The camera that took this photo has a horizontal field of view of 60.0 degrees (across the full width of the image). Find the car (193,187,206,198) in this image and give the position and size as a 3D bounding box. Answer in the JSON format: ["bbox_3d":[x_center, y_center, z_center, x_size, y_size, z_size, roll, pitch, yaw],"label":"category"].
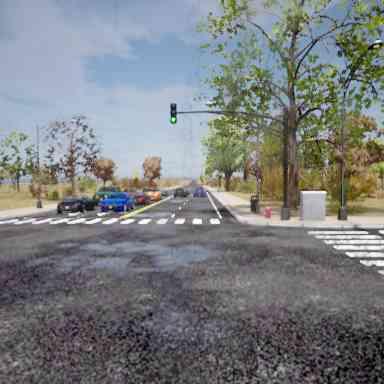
[{"bbox_3d":[1.317,-0.019,56.558,2.097,1.767,4.553,0,1,2],"label":"car"}]

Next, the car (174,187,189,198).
[{"bbox_3d":[-1.931,-0.003,56.690,2.097,1.767,4.553,0,1,2],"label":"car"}]

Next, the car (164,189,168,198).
[{"bbox_3d":[-5.198,0.193,57.476,2.033,1.411,5.357,0,1,2],"label":"car"}]

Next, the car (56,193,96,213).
[{"bbox_3d":[-9.410,0.943,27.235,1.994,1.385,4.181,0,1,2],"label":"car"}]

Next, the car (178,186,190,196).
[{"bbox_3d":[-1.628,-0.246,66.718,2.097,1.767,4.553,0,1,2],"label":"car"}]

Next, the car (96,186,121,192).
[{"bbox_3d":[-9.131,0.383,36.571,2.150,2.045,5.566,0,1,2],"label":"car"}]

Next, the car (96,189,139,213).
[{"bbox_3d":[-6.140,0.823,27.891,1.882,1.535,5.008,0,1,2],"label":"car"}]

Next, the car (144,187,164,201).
[{"bbox_3d":[-5.566,0.254,46.759,2.097,1.767,4.553,0,1,2],"label":"car"}]

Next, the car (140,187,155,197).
[{"bbox_3d":[-8.274,-0.052,61.974,2.097,1.767,4.553,0,1,2],"label":"car"}]

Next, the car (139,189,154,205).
[{"bbox_3d":[-5.860,0.699,36.869,1.994,1.385,4.181,0,1,3],"label":"car"}]

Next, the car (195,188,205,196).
[{"bbox_3d":[1.623,-0.052,66.655,1.994,1.385,4.181,0,1,2],"label":"car"}]
